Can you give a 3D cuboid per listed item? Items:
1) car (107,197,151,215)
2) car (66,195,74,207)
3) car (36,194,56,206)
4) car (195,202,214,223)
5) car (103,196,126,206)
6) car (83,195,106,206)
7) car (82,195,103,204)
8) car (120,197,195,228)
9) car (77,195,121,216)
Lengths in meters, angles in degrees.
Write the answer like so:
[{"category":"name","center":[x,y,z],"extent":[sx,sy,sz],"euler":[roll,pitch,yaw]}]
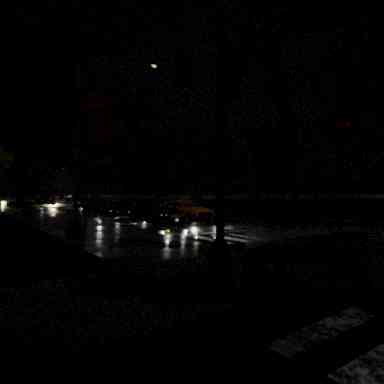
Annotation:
[{"category":"car","center":[-5.977,1.263,31.224],"extent":[2.128,1.511,4.902],"euler":[1,0,-36]},{"category":"car","center":[-13.861,1.229,42.296],"extent":[2.033,1.411,5.357],"euler":[1,-1,-35]},{"category":"car","center":[-19.921,1.094,45.260],"extent":[1.837,1.490,4.892],"euler":[1,-1,-35]},{"category":"car","center":[-0.477,1.313,23.520],"extent":[1.882,1.535,5.008],"euler":[1,0,-36]},{"category":"car","center":[-11.912,1.351,50.986],"extent":[1.994,1.385,4.181],"euler":[1,-1,-35]},{"category":"car","center":[-14.306,1.228,48.728],"extent":[1.837,1.490,4.892],"euler":[1,-1,-34]},{"category":"car","center":[-17.748,1.317,59.069],"extent":[2.033,1.411,5.357],"euler":[1,-1,-36]},{"category":"car","center":[-2.253,1.272,20.413],"extent":[2.128,1.511,4.902],"euler":[1,0,-36]},{"category":"car","center":[-7.822,1.218,28.216],"extent":[1.837,1.490,4.892],"euler":[1,0,-36]}]
